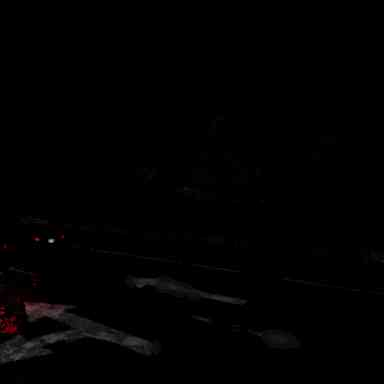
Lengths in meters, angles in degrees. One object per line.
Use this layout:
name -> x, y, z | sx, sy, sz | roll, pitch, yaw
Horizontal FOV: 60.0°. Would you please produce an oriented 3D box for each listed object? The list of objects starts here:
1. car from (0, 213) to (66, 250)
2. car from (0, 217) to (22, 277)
car -> -6.910, 1.549, 13.202 | 4.674, 1.442, 1.812 | 0, 0, 35
car -> -6.841, 1.496, 8.871 | 5.008, 1.535, 1.882 | 0, 0, 36
